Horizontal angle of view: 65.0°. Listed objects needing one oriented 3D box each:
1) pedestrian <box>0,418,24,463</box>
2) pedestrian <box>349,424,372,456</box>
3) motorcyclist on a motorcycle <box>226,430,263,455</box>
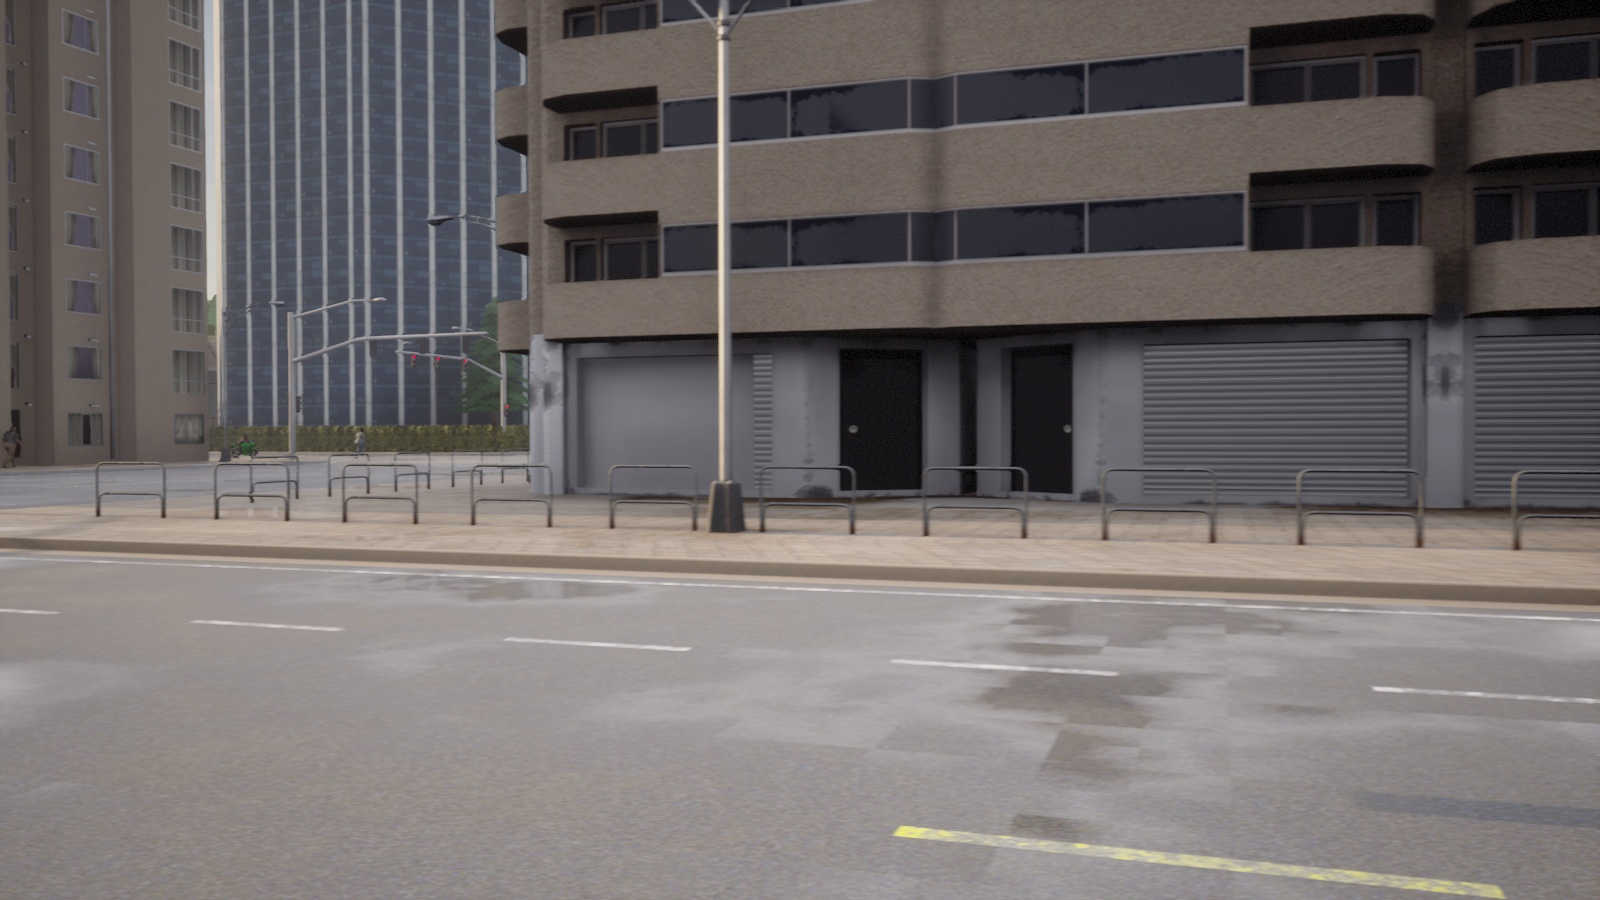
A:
[{"bbox_3d":[-32.465,-0.402,51.680,0.540,1.848,0.694,0,1,17],"label":"pedestrian"},{"bbox_3d":[-25.776,-0.614,73.657,0.874,1.855,0.900,1,1,32],"label":"pedestrian"},{"bbox_3d":[-34.417,-0.499,77.802,2.044,1.523,0.797,1,1,19],"label":"motorcyclist on a motorcycle"}]
